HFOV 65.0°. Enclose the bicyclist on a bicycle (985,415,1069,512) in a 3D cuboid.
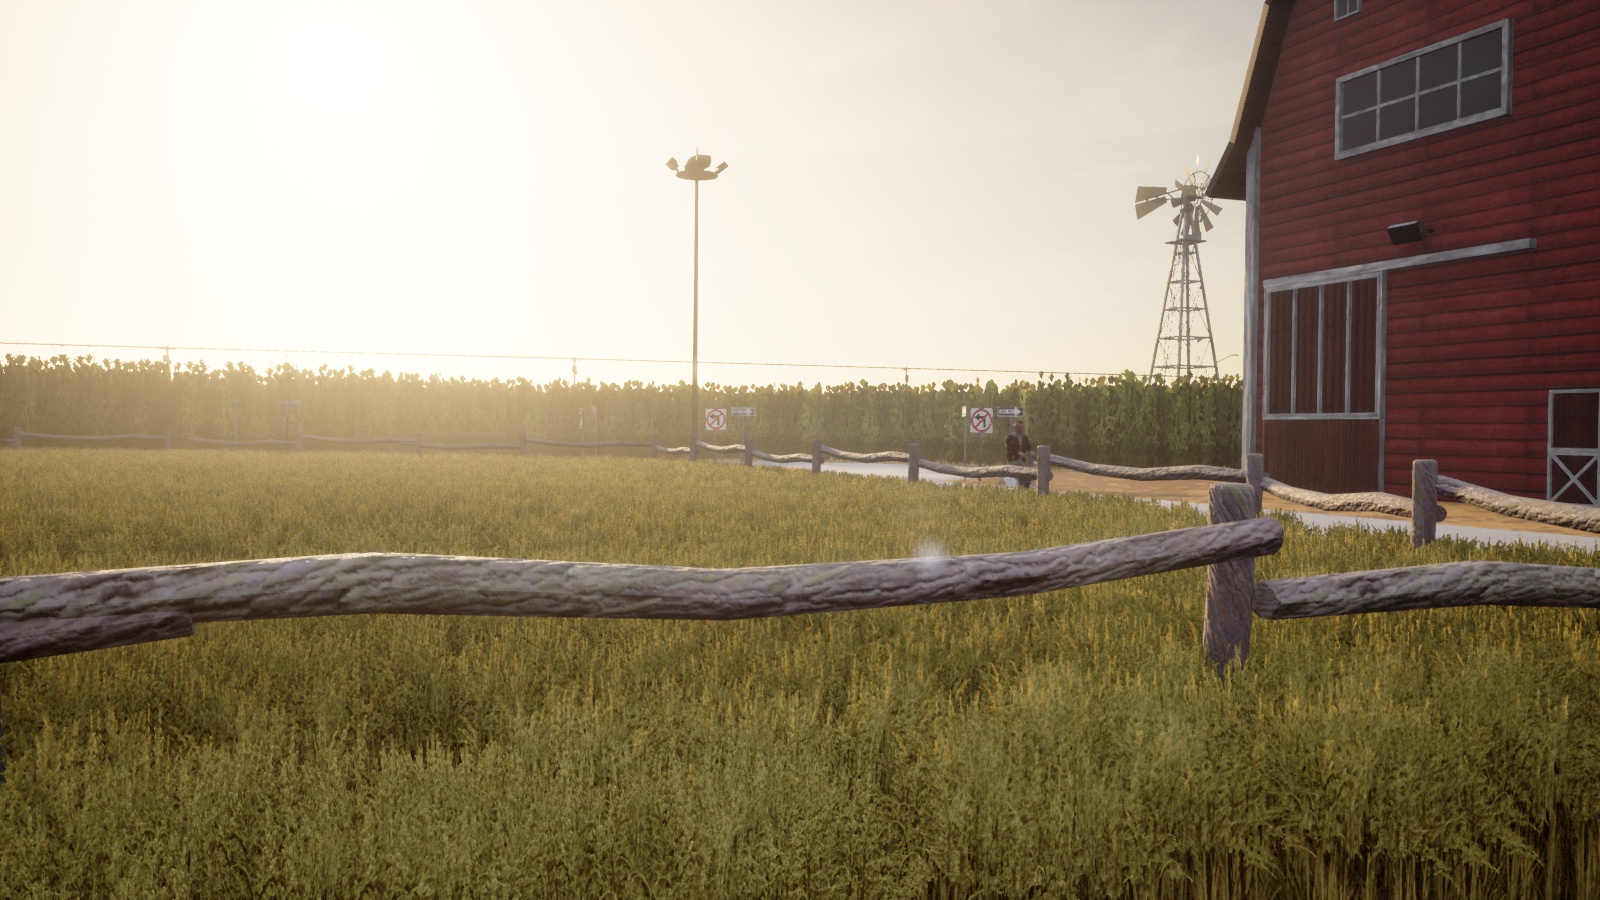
[{"bbox_3d":[4.301,0.233,23.895,0.659,1.776,1.843,-1,1,-23],"label":"bicyclist on a bicycle"}]
